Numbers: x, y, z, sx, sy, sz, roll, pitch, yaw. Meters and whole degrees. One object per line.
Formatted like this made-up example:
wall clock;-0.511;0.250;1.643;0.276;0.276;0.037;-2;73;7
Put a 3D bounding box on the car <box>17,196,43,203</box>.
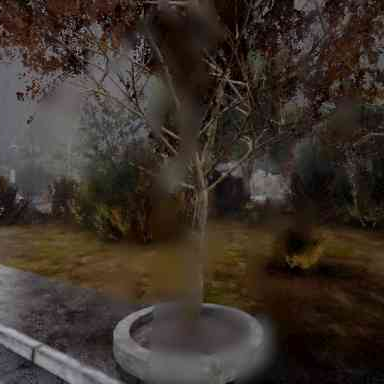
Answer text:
car;-22.061;1.217;44.900;2.033;1.411;5.357;1;0;32
